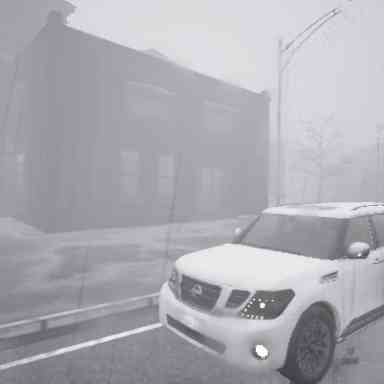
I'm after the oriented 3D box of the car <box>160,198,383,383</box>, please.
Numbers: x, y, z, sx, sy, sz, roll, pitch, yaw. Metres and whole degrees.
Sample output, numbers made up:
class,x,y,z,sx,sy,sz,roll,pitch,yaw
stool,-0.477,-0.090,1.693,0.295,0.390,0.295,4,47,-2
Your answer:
class,x,y,z,sx,sy,sz,roll,pitch,yaw
car,2.165,1.226,5.748,5.566,2.045,2.150,0,0,-38
